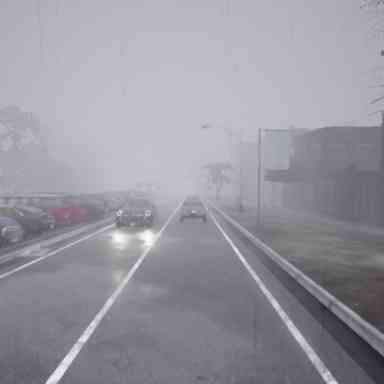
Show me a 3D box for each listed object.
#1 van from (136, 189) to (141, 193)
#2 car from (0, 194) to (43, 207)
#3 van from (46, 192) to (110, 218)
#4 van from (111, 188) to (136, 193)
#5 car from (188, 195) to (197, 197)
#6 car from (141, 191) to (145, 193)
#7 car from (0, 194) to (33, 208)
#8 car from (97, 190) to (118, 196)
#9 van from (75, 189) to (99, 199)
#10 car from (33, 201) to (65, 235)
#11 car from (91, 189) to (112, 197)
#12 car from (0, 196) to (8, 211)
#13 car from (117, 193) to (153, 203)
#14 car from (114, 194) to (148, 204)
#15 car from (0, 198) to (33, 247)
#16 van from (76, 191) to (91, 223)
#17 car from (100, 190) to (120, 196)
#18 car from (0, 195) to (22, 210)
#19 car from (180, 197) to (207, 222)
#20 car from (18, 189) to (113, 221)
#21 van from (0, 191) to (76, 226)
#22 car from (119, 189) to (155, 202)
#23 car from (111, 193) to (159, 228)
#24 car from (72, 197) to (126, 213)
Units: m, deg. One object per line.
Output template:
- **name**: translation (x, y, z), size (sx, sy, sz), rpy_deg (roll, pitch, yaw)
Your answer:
- **van**: translation (-8.868, 0.844, 40.715), size (4.442, 1.987, 1.878), rpy_deg (0, 1, 0)
- **car**: translation (-22.062, 1.039, 42.743), size (4.892, 1.521, 2.231), rpy_deg (0, 1, 0)
- **van**: translation (-9.076, 1.021, 26.693), size (4.442, 1.987, 1.878), rpy_deg (0, 1, 0)
- **van**: translation (-9.097, 0.885, 37.913), size (4.442, 1.987, 1.878), rpy_deg (0, 1, 0)
- **car**: translation (0.081, 1.113, 41.573), size (1.994, 1.385, 4.181), rpy_deg (0, 1, 0)
- **car**: translation (-8.985, 1.025, 43.525), size (5.008, 1.535, 2.097), rpy_deg (0, 1, 0)
- **car**: translation (-22.058, 1.081, 39.965), size (5.008, 1.535, 2.097), rpy_deg (0, 1, 0)
- **car**: translation (-22.143, 0.318, 87.146), size (4.892, 1.521, 2.231), rpy_deg (0, 1, 0)
- **van**: translation (-22.236, 0.358, 70.490), size (4.442, 1.987, 1.878), rpy_deg (0, 1, 0)
- **car**: translation (-8.933, 1.344, 15.484), size (4.892, 1.521, 2.231), rpy_deg (0, 0, 0)
- **car**: translation (-22.171, 0.279, 81.593), size (4.553, 1.767, 2.185), rpy_deg (0, 1, 0)
- **car**: translation (-22.024, 1.192, 34.417), size (4.792, 1.488, 2.163), rpy_deg (0, 1, 0)
- **car**: translation (-8.820, 0.884, 51.934), size (5.366, 1.575, 1.946), rpy_deg (0, 1, 0)
- **car**: translation (-9.003, 0.973, 49.131), size (4.674, 1.452, 2.002), rpy_deg (0, 1, 0)
- **car**: translation (-8.965, 1.241, 12.680), size (4.553, 1.767, 2.185), rpy_deg (0, 0, 0)
- **van**: translation (-9.066, 1.069, 21.089), size (4.442, 1.987, 1.878), rpy_deg (0, 0, 0)
- **car**: translation (-22.183, 0.302, 89.920), size (4.792, 1.488, 2.163), rpy_deg (0, 1, 0)
- **car**: translation (-22.243, 1.119, 37.188), size (5.366, 1.575, 1.946), rpy_deg (0, 1, 0)
- **car**: translation (0.090, 1.313, 24.182), size (2.033, 1.411, 5.357), rpy_deg (0, 1, 0)
- **car**: translation (-8.926, 1.020, 23.893), size (5.566, 2.045, 2.435), rpy_deg (0, 0, 0)
- **van**: translation (-9.061, 1.093, 18.286), size (4.442, 1.987, 1.878), rpy_deg (0, 0, 0)
- **car**: translation (-8.982, 0.590, 54.733), size (5.566, 2.045, 2.435), rpy_deg (0, 1, 0)
- **car**: translation (-3.261, 1.158, 20.466), size (2.097, 1.767, 4.553), rpy_deg (0, 1, 0)
- **car**: translation (-8.967, 1.226, 32.307), size (4.674, 1.452, 2.002), rpy_deg (0, 1, 0)
